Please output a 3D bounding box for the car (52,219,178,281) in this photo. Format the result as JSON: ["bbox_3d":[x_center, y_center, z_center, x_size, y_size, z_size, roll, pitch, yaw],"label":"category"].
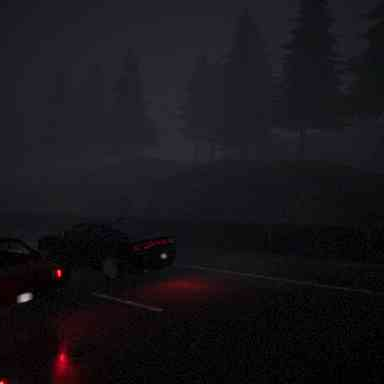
[{"bbox_3d":[-2.757,1.570,10.218,5.008,1.535,1.882,-1,0,35],"label":"car"}]

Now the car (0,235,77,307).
[{"bbox_3d":[-4.913,1.695,7.455,4.718,1.301,1.895,-1,0,35],"label":"car"}]
